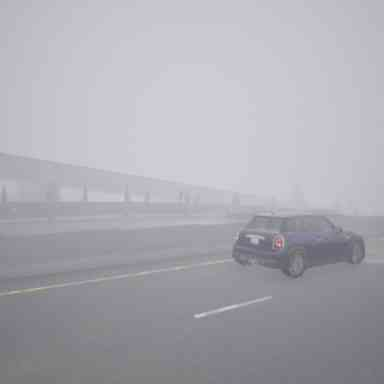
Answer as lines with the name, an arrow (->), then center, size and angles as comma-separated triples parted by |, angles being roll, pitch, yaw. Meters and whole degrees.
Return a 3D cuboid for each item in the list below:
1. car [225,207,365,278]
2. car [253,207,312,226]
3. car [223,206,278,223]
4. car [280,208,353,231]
car -> 3.496, 1.420, 10.558 | 4.553, 1.767, 2.097 | 1, 0, -35
car -> 7.249, 1.939, 26.360 | 4.718, 1.301, 1.895 | 3, -2, -35
car -> 5.194, 1.938, 29.194 | 4.718, 1.301, 1.895 | 3, -2, -35
car -> 8.736, 1.857, 23.122 | 5.357, 1.411, 2.033 | 3, -2, -35
